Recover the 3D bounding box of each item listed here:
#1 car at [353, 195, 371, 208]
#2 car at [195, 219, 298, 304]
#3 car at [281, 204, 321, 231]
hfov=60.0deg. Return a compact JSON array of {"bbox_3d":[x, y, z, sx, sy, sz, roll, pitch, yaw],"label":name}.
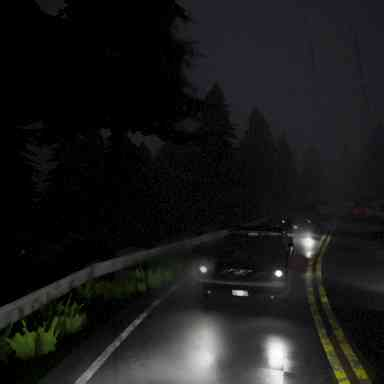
[{"bbox_3d":[20.606,1.062,40.254,2.128,1.511,4.902,-2,0,28],"label":"car"},{"bbox_3d":[1.581,1.599,8.420,1.895,1.301,4.718,-1,0,18],"label":"car"},{"bbox_3d":[6.657,1.462,20.064,2.033,1.411,5.357,-2,0,26],"label":"car"}]
